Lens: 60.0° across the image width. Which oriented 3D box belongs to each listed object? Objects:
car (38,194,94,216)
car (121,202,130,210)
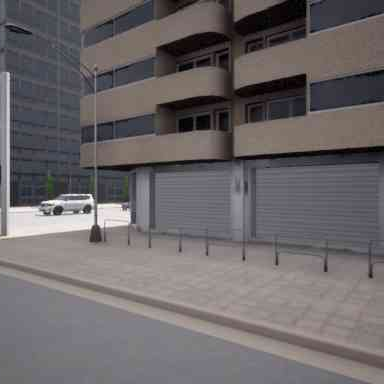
[{"bbox_3d":[-12.398,1.218,33.377,2.150,2.045,5.566,0,0,36],"label":"car"},{"bbox_3d":[-6.630,1.522,41.240,1.812,1.442,4.674,0,0,36],"label":"car"}]
